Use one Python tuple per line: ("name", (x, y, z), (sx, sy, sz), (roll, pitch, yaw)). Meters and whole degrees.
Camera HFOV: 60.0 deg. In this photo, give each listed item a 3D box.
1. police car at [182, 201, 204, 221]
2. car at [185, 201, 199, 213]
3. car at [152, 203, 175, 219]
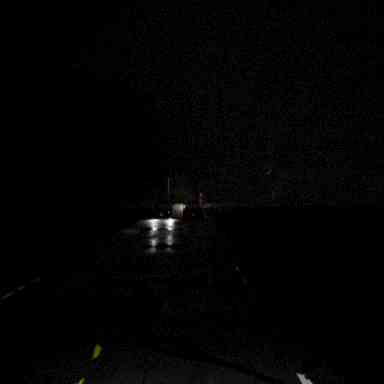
("police car", (0.106, 1.736, 30.653), (1.930, 1.638, 5.238), (0, -1, 0))
("car", (0.054, 2.000, 46.290), (1.837, 1.490, 4.892), (0, -1, 1))
("car", (-2.825, 1.864, 33.096), (1.812, 1.442, 4.674), (0, -1, 0))
